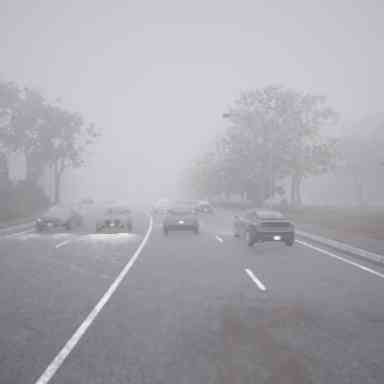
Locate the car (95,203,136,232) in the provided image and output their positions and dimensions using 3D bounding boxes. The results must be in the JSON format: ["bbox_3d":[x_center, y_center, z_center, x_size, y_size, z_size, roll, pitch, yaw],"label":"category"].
[{"bbox_3d":[-4.489,1.569,20.005,1.994,1.385,4.181,0,0,-5],"label":"car"}]

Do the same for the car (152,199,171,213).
[{"bbox_3d":[-3.317,1.535,37.028,1.812,1.442,4.674,0,0,-12],"label":"car"}]

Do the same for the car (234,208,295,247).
[{"bbox_3d":[3.125,1.507,15.147,1.837,1.490,4.892,0,0,-3],"label":"car"}]

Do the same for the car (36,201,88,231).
[{"bbox_3d":[-8.041,1.532,20.617,1.812,1.442,4.674,0,0,-6],"label":"car"}]

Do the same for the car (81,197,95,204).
[{"bbox_3d":[-19.108,1.596,61.009,1.895,1.301,4.718,0,0,-25],"label":"car"}]

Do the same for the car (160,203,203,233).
[{"bbox_3d":[-0.724,1.569,19.628,1.994,1.385,4.181,0,0,-5],"label":"car"}]

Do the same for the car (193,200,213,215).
[{"bbox_3d":[0.887,1.536,33.832,1.812,1.442,4.674,0,0,-10],"label":"car"}]

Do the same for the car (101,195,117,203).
[{"bbox_3d":[-15.183,1.357,60.834,2.097,1.767,4.553,0,0,-24],"label":"car"}]
